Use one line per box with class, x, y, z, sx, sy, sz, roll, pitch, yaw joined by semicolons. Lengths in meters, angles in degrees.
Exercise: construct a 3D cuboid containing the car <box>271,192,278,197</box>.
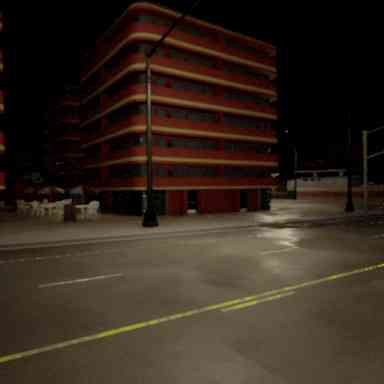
car;20.350;0.637;85.915;3.806;1.475;1.970;-1;1;-34
